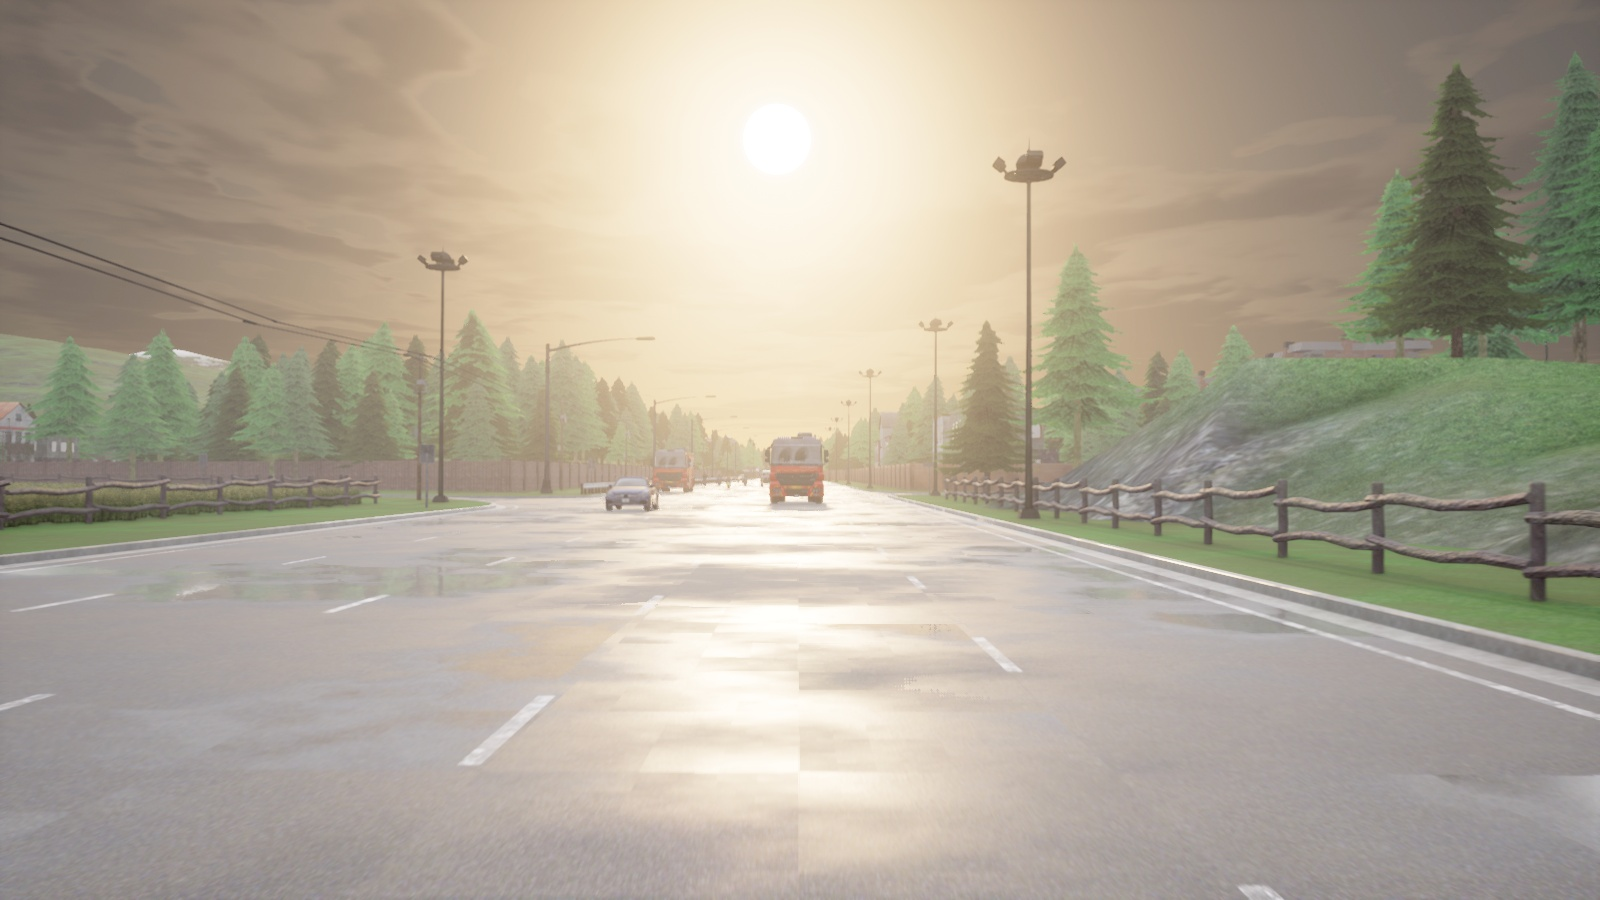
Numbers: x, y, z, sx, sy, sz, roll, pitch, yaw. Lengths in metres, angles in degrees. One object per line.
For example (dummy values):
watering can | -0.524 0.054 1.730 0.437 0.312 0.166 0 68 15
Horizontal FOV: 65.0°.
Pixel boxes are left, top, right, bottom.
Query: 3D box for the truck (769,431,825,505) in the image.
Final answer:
truck | -0.173 1.019 69.160 2.891 3.827 8.468 0 -1 0

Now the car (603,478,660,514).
car | -7.132 1.931 53.603 1.812 1.442 4.674 0 -1 0
